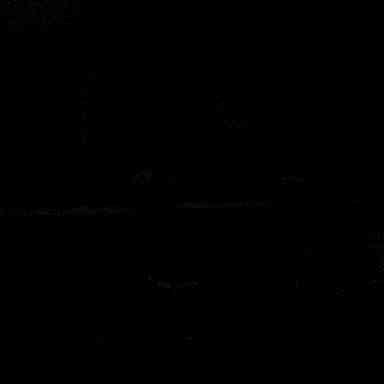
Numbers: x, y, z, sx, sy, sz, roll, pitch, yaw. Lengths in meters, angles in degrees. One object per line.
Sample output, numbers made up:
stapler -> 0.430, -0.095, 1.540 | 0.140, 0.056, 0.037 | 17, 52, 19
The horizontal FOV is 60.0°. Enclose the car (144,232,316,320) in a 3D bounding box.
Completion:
car -> 1.015, 1.582, 7.273 | 4.206, 1.307, 1.802 | 0, 0, -35

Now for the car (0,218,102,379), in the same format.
car -> -3.615, 1.315, 3.979 | 5.009, 1.841, 2.192 | 0, 0, -35
